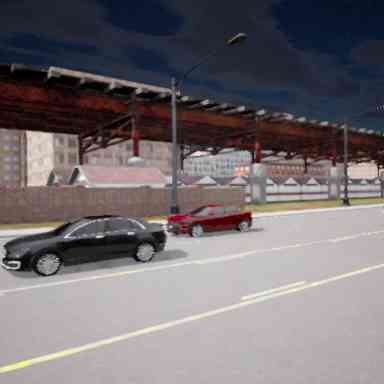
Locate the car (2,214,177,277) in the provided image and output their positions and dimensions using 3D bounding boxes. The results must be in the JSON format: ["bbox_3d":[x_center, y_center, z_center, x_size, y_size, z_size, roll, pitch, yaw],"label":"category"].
[{"bbox_3d":[-3.116,1.495,10.352,4.892,1.490,1.837,-1,0,-35],"label":"car"}]

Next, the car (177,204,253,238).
[{"bbox_3d":[1.023,1.417,17.560,5.008,1.535,1.882,0,0,-35],"label":"car"}]
